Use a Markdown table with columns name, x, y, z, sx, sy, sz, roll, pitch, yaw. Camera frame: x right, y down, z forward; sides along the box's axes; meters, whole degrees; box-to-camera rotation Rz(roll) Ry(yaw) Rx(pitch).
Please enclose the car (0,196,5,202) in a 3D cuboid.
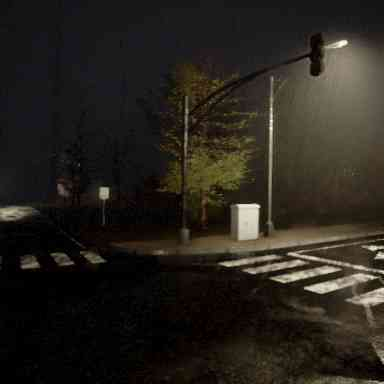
| name | x | y | z | sx | sy | sz | roll | pitch | yaw |
| --- | --- | --- | --- | --- | --- | --- | --- | --- | --- |
| car | -46.710 | 1.687 | 81.058 | 2.033 | 1.411 | 5.357 | 1 | 0 | -29 |
